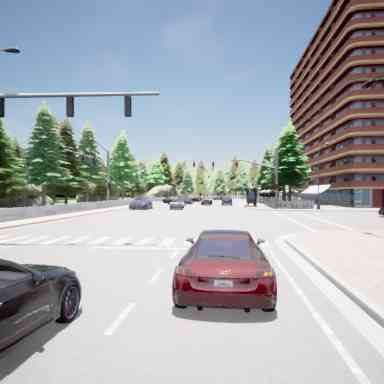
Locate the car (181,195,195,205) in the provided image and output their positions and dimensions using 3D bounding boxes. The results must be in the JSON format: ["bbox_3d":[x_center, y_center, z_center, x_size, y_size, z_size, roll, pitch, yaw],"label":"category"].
[{"bbox_3d":[-1.176,1.564,57.334,1.994,1.385,4.181,0,0,6],"label":"car"}]

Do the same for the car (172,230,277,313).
[{"bbox_3d":[0.771,1.564,7.788,1.994,1.385,4.181,0,0,6],"label":"car"}]

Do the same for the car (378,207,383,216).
[{"bbox_3d":[19.230,1.619,29.983,4.181,1.385,1.994,0,0,6],"label":"car"}]

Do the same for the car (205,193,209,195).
[{"bbox_3d":[4.766,1.199,88.649,2.150,2.045,5.566,0,0,36],"label":"car"}]

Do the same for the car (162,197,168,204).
[{"bbox_3d":[-4.222,1.601,61.630,1.895,1.301,4.718,0,0,7],"label":"car"}]

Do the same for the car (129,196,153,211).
[{"bbox_3d":[-6.379,1.353,41.662,2.097,1.767,4.553,0,0,6],"label":"car"}]

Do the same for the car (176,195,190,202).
[{"bbox_3d":[-2.032,1.500,74.691,1.837,1.490,4.892,0,0,15],"label":"car"}]

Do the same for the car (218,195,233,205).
[{"bbox_3d":[6.376,1.491,60.514,2.128,1.511,4.902,0,0,6],"label":"car"}]

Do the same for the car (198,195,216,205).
[{"bbox_3d":[2.736,1.601,59.397,1.895,1.301,4.718,0,0,6],"label":"car"}]

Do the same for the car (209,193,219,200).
[{"bbox_3d":[7.144,1.525,85.936,2.033,1.411,5.357,0,0,32],"label":"car"}]

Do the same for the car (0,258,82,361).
[{"bbox_3d":[-3.136,1.526,4.295,1.812,1.442,4.674,0,0,7],"label":"car"}]

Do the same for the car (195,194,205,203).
[{"bbox_3d":[0.871,1.595,72.108,1.895,1.301,4.718,0,0,15],"label":"car"}]

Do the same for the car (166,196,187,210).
[{"bbox_3d":[-1.993,1.603,42.865,1.895,1.301,4.718,0,0,-2],"label":"car"}]
